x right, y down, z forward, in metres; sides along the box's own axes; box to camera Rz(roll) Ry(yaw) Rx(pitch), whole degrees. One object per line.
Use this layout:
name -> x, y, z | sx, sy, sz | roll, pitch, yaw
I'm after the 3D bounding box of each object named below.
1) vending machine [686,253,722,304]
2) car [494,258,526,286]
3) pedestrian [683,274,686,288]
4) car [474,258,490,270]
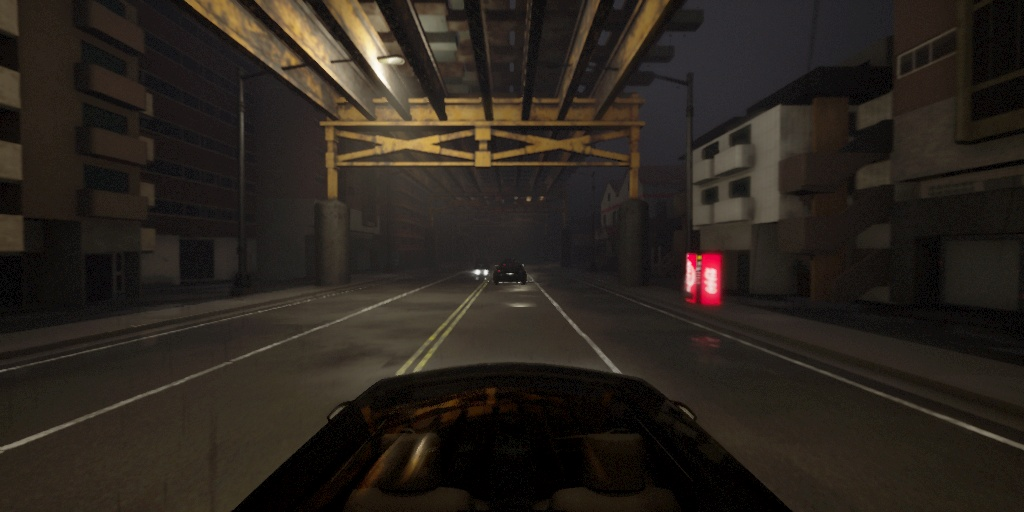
vending machine -> 7.323, 0.870, 13.771 | 1.100, 2.100, 0.880 | 0, 0, 0
car -> -0.121, 1.045, 23.418 | 1.994, 1.385, 4.181 | 0, 0, 0
pedestrian -> 7.314, 0.764, 14.700 | 0.500, 1.100, 0.500 | -1, 1, 0
car -> -3.846, 0.973, 46.938 | 2.128, 1.511, 4.902 | 0, 0, 0
